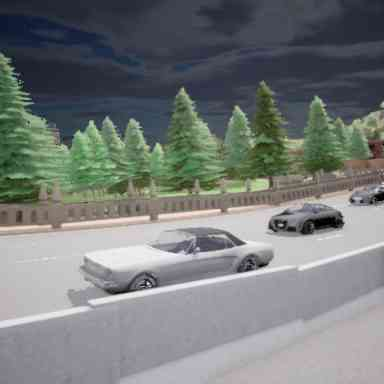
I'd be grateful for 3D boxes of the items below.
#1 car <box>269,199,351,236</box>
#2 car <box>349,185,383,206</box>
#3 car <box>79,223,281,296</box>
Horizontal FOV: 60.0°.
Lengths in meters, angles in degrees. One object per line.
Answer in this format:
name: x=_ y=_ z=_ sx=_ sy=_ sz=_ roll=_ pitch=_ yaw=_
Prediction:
car: x=5.765 y=1.271 z=16.698 sx=4.181 sy=1.385 sz=1.994 roll=-3 pitch=2 yaw=-35
car: x=14.936 y=0.192 z=27.532 sx=4.902 sy=1.511 sz=2.128 roll=-7 pitch=4 yaw=-35
car: x=-0.209 y=1.579 z=8.141 sx=4.718 sy=1.301 sz=1.895 roll=-1 pitch=0 yaw=-35
